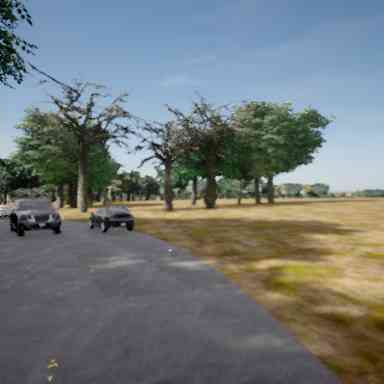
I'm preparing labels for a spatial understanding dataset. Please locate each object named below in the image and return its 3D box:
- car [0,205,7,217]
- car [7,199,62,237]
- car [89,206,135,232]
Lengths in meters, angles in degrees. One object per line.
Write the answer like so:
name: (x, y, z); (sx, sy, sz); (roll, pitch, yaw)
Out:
car: (-21.448, 2.225, 37.721); (4.674, 1.442, 1.812); (-2, -1, 45)
car: (-9.354, 1.411, 19.743); (2.150, 2.045, 5.566); (0, -1, -34)
car: (-5.214, 1.667, 21.258); (1.837, 1.490, 4.892); (0, -1, -31)
